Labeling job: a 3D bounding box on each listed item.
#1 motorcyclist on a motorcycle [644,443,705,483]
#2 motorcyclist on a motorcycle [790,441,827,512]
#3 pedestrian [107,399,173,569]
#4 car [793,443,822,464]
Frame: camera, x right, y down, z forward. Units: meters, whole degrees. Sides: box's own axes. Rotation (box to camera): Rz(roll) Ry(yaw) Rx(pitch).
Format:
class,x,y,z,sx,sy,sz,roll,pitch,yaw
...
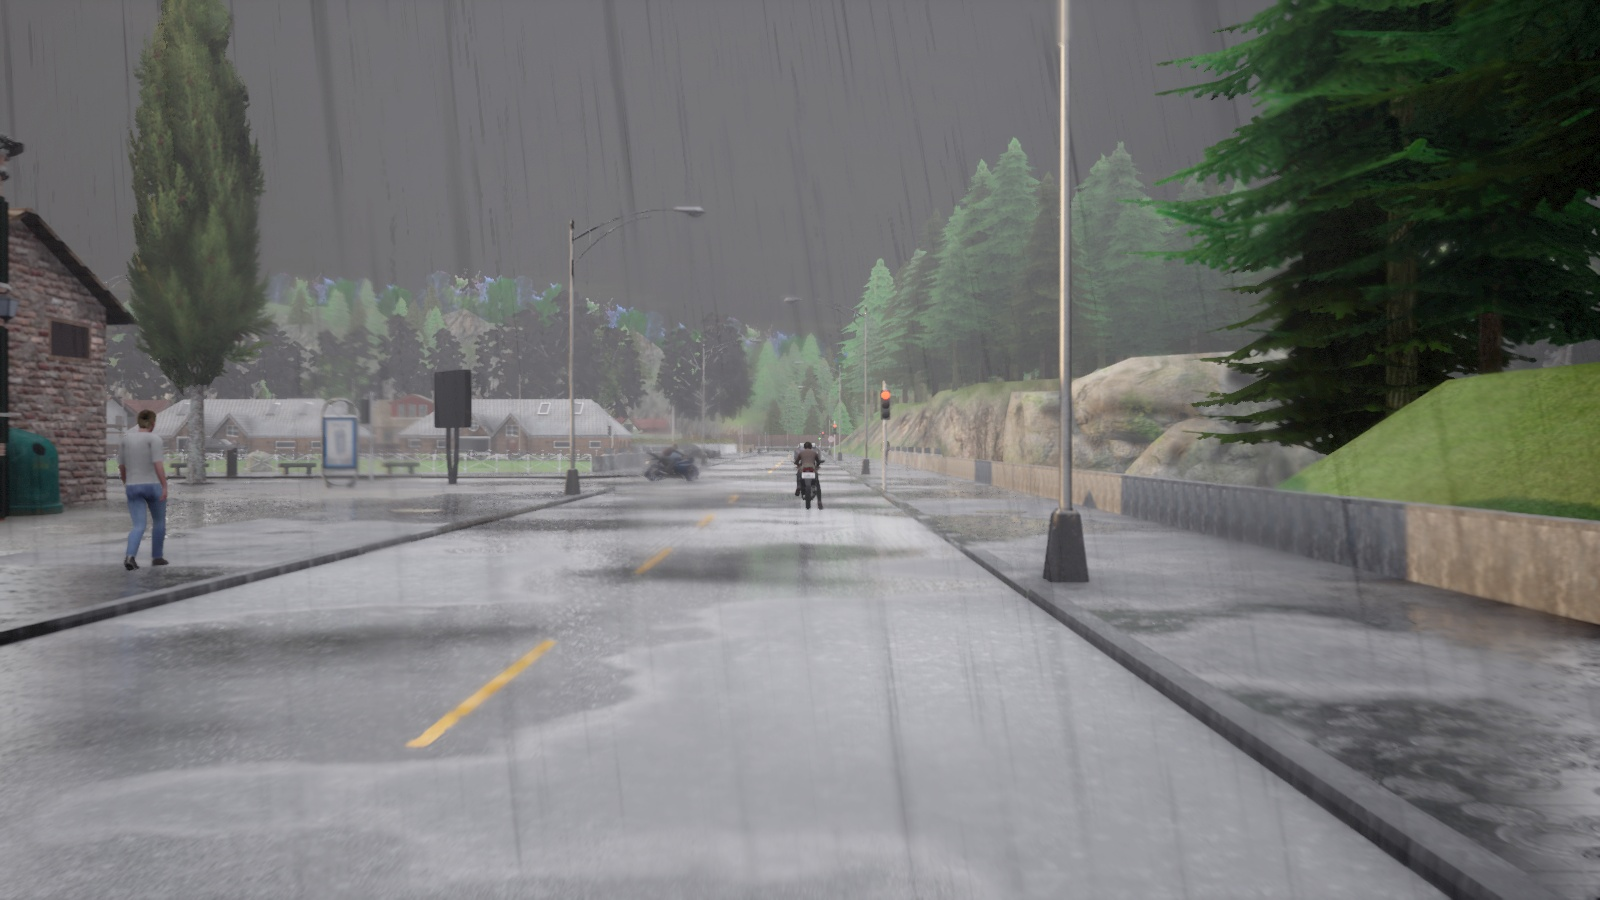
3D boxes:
class,x,y,z,sx,sy,sz,roll,pitch,yaw
motorcyclist on a motorcycle,-4.848,0.502,48.662,2.191,1.530,0.866,0,-1,-28
motorcyclist on a motorcycle,0.179,0.570,28.165,0.797,1.523,2.044,0,0,0
pedestrian,-7.281,0.366,13.873,0.354,1.836,0.706,0,0,1
car,0.555,0.221,93.246,2.163,1.488,4.792,0,0,0
